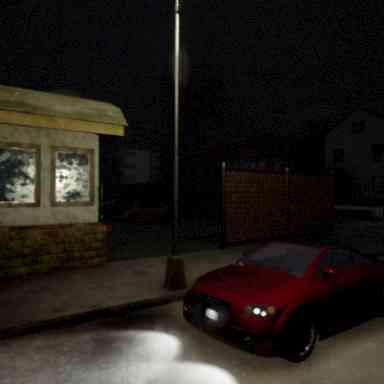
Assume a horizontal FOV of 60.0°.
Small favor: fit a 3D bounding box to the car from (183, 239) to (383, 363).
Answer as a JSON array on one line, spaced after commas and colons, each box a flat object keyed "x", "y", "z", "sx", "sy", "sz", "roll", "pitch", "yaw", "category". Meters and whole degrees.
[{"x": 1.916, "y": 1.587, "z": 5.945, "sx": 4.181, "sy": 1.385, "sz": 1.994, "roll": 0, "pitch": 0, "yaw": -35, "category": "car"}]

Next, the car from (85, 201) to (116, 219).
[{"x": -7.747, "y": 1.496, "z": 28.128, "sx": 2.207, "sy": 1.379, "sz": 1.481, "roll": 0, "pitch": 0, "yaw": -36, "category": "car"}]

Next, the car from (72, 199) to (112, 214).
[{"x": -10.520, "y": 1.464, "z": 35.092, "sx": 3.633, "sy": 1.501, "sz": 1.845, "roll": 0, "pitch": 0, "yaw": -36, "category": "car"}]

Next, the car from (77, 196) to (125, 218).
[{"x": -8.300, "y": 1.290, "z": 30.390, "sx": 3.866, "sy": 1.878, "sz": 1.905, "roll": 0, "pitch": 0, "yaw": -36, "category": "car"}]

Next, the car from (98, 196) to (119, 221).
[{"x": -6.012, "y": 1.395, "z": 26.750, "sx": 4.611, "sy": 1.667, "sz": 2.242, "roll": 0, "pitch": 0, "yaw": -36, "category": "car"}]

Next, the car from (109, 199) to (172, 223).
[{"x": -3.569, "y": 1.467, "z": 24.598, "sx": 4.193, "sy": 1.474, "sz": 1.816, "roll": 0, "pitch": 0, "yaw": -36, "category": "car"}]
